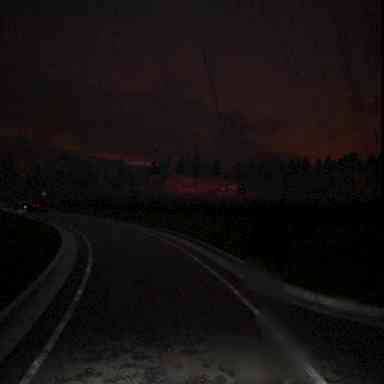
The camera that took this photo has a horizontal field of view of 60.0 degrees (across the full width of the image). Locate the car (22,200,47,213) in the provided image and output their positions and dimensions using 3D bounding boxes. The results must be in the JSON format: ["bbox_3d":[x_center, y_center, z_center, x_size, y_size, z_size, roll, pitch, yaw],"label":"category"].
[{"bbox_3d":[-19.153,1.789,40.965,2.128,1.511,4.902,0,0,-34],"label":"car"}]

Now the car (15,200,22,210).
[{"bbox_3d":[-24.997,1.896,49.492,1.812,1.442,4.674,0,0,-34],"label":"car"}]
